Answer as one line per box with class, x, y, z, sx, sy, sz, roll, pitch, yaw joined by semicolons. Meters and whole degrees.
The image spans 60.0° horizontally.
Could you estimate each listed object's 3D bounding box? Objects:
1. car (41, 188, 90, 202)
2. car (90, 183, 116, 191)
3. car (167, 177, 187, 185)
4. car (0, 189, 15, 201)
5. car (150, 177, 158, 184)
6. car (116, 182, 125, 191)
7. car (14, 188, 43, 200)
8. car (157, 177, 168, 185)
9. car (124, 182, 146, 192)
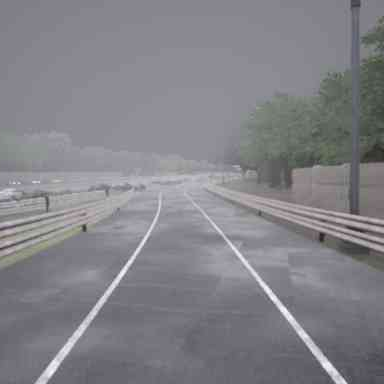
car;-14.373;0.399;38.163;2.033;1.411;5.357;1;4;14
car;-16.259;-0.929;59.286;2.033;1.411;5.357;1;4;14
car;-3.600;-2.363;80.820;2.033;1.411;5.357;1;4;14
car;-21.161;0.312;39.874;1.812;1.442;4.674;1;4;14
car;-8.909;-2.749;88.385;1.895;1.301;4.718;1;4;14
car;-12.375;-1.042;60.366;1.812;1.442;4.674;1;4;14
car;-17.765;0.310;39.022;2.128;1.511;4.902;1;4;14
car;-6.499;-2.509;83.635;1.994;1.385;4.181;1;4;14
car;-9.470;-0.884;57.576;1.812;1.442;4.674;1;4;14
